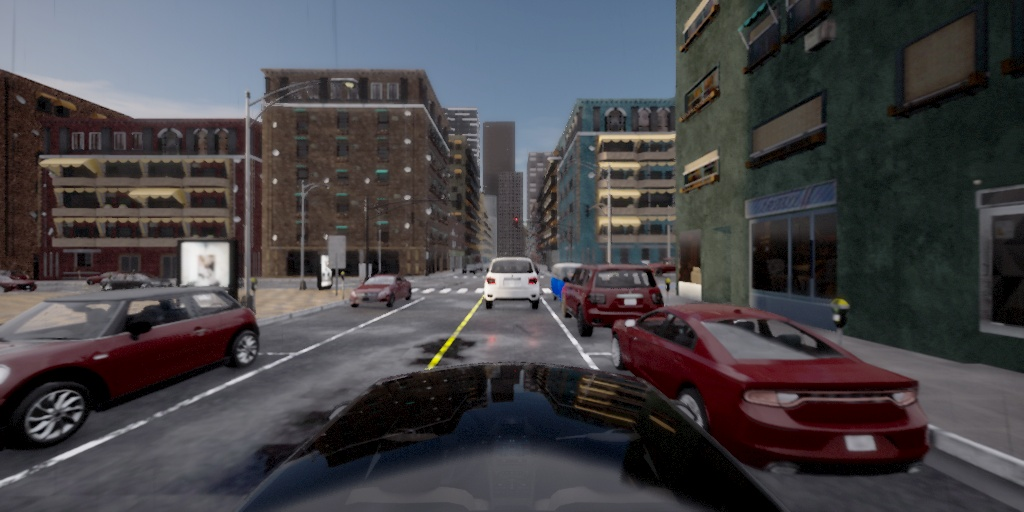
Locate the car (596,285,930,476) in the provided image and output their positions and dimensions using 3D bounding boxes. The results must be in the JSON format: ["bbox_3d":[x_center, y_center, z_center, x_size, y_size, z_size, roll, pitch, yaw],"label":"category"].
[{"bbox_3d":[2.691,1.326,4.987,1.888,1.381,4.507,0,0,0],"label":"car"}]

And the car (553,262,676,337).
[{"bbox_3d":[2.692,1.147,10.515,2.192,1.841,5.009,0,0,0],"label":"car"}]

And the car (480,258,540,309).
[{"bbox_3d":[0.008,1.100,15.891,2.150,2.045,5.566,0,0,0],"label":"car"}]

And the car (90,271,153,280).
[{"bbox_3d":[-27.953,1.956,26.779,4.403,1.370,2.007,0,0,0],"label":"car"}]

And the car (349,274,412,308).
[{"bbox_3d":[-5.687,1.467,16.047,1.802,1.307,4.207,0,0,0],"label":"car"}]

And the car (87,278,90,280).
[{"bbox_3d":[-39.151,2.165,35.291,4.207,1.307,1.802,0,0,0],"label":"car"}]

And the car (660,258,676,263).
[{"bbox_3d":[15.785,1.104,35.594,5.009,1.841,2.192,0,0,0],"label":"car"}]

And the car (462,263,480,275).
[{"bbox_3d":[-5.675,1.764,48.450,1.948,1.339,4.313,0,0,0],"label":"car"}]

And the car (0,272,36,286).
[{"bbox_3d":[-38.383,2.102,26.752,4.507,1.381,1.888,0,0,0],"label":"car"}]

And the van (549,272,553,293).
[{"bbox_3d":[2.694,1.226,16.043,1.690,1.789,3.998,0,0,0],"label":"van"}]

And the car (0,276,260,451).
[{"bbox_3d":[-5.691,1.220,4.991,1.967,1.591,4.097,0,0,0],"label":"car"}]
